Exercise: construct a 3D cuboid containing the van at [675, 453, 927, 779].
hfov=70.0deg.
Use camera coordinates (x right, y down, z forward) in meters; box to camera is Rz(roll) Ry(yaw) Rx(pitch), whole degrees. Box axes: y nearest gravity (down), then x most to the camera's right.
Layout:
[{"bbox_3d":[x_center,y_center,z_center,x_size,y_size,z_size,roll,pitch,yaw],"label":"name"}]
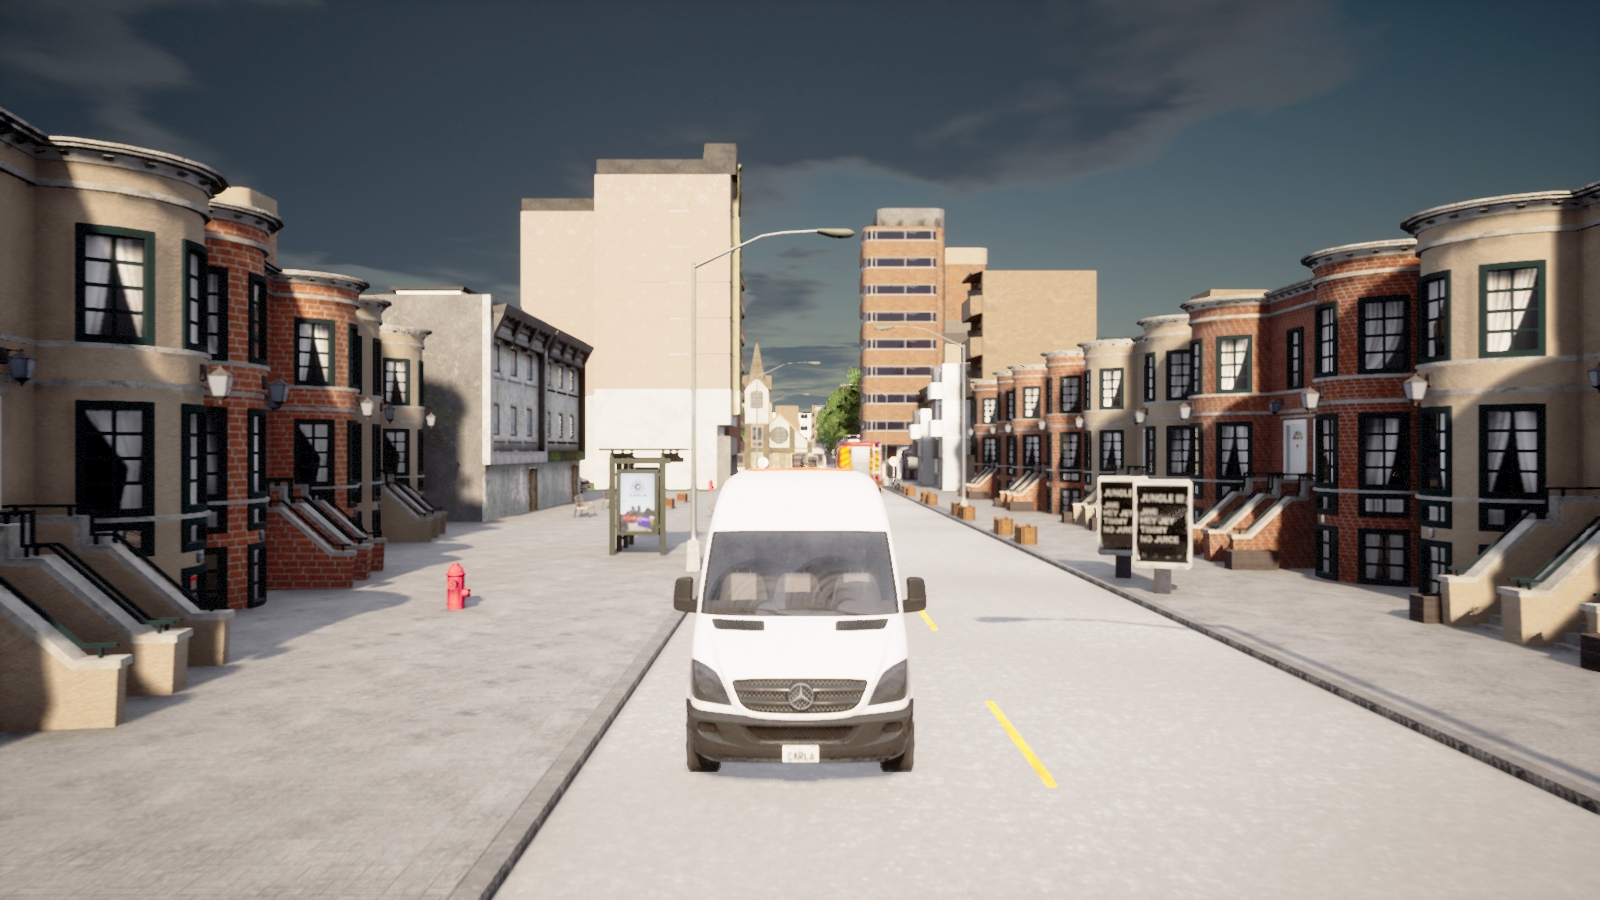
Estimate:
[{"bbox_3d":[0.007,1.314,11.970,1.988,2.561,5.915,0,0,0],"label":"van"}]
